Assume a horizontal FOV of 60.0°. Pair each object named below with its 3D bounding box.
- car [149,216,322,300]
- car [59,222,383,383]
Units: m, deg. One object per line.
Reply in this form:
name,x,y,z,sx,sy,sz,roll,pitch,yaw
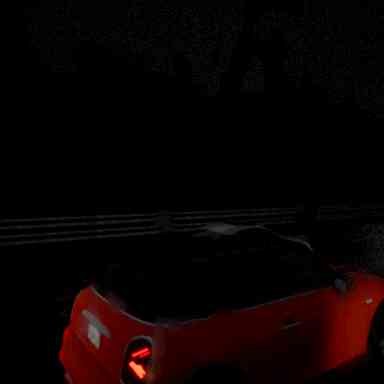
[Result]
car,1.344,1.535,9.010,4.674,1.442,1.812,0,0,-35
car,0.816,1.357,4.330,4.553,1.767,2.097,0,0,-36
